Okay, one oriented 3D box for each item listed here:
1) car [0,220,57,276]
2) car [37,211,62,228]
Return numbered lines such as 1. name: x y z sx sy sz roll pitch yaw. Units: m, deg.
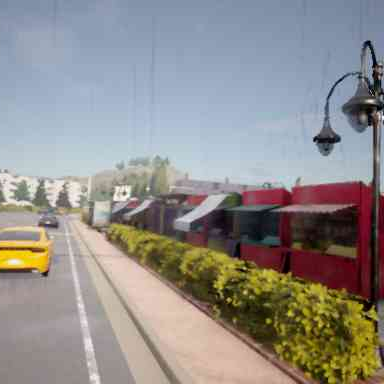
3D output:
1. car: -6.077 1.984 11.991 1.882 1.535 5.008 4 -4 -21
2. car: -15.448 3.149 35.891 1.994 1.385 4.181 4 -4 -21
